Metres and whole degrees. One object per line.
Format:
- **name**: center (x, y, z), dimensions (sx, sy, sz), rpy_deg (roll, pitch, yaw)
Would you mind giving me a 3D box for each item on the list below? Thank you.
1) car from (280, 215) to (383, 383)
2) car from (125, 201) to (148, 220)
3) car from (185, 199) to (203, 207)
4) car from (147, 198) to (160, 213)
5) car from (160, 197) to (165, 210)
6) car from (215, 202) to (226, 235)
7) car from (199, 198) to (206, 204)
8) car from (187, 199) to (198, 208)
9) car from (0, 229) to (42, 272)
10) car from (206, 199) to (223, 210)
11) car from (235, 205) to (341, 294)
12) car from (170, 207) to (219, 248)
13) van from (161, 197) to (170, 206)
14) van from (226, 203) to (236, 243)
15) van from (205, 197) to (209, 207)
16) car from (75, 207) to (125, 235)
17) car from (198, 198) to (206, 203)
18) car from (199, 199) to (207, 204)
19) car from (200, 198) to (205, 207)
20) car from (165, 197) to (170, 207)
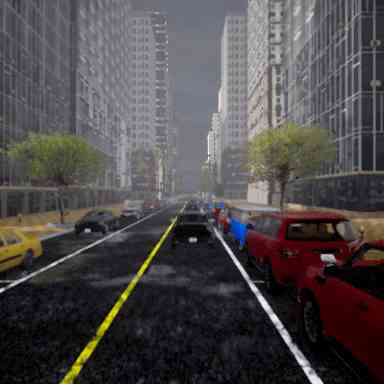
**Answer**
- **car**: center (2.680, 1.348, 3.297), dimensions (2.192, 1.841, 5.009), rpy_deg (-1, -1, 0)
- **car**: center (-5.701, 1.854, 31.711), dimensions (2.008, 1.369, 4.403), rpy_deg (-1, -1, 0)
- **car**: center (0.098, 1.990, 44.636), dimensions (1.994, 1.385, 4.181), rpy_deg (0, 0, 0)
- **car**: center (-5.702, 1.851, 43.079), dimensions (1.967, 1.590, 4.097), rpy_deg (-1, -1, 0)
- **car**: center (-5.704, 1.779, 48.763), dimensions (2.192, 1.841, 5.009), rpy_deg (-1, -1, 0)
- **car**: center (2.680, 1.636, 20.346), dimensions (1.967, 1.590, 4.097), rpy_deg (-1, -1, 0)
- **car**: center (2.786, 2.412, 88.544), dimensions (1.802, 1.307, 4.206), rpy_deg (-1, -1, 0)
- **car**: center (0.093, 2.089, 61.612), dimensions (1.837, 1.490, 4.892), rpy_deg (0, -1, 0)
- **car**: center (-5.698, 1.611, 8.808), dimensions (1.752, 1.417, 4.829), rpy_deg (-1, -1, 0)
- **car**: center (2.678, 1.744, 31.713), dimensions (1.967, 1.590, 4.097), rpy_deg (-1, -1, 0)
- **car**: center (2.680, 1.403, 8.981), dimensions (2.192, 1.841, 5.009), rpy_deg (-1, -1, 0)
- **car**: center (0.025, 1.655, 15.520), dimensions (1.837, 1.490, 4.892), rpy_deg (0, 0, 0)
- **van**: center (-5.706, 2.017, 71.498), dimensions (1.690, 1.788, 3.998), rpy_deg (-1, -1, 0)
- **van**: center (2.680, 1.483, 14.664), dimensions (1.690, 1.788, 3.998), rpy_deg (-1, -1, 0)
- **van**: center (2.677, 1.699, 37.397), dimensions (1.690, 1.788, 3.998), rpy_deg (-1, -1, 0)
- **car**: center (-5.700, 1.762, 20.344), dimensions (1.947, 1.339, 4.313), rpy_deg (-1, -1, 0)
- **car**: center (2.804, 2.447, 94.230), dimensions (1.947, 1.339, 4.313), rpy_deg (-1, -1, 0)
- **car**: center (2.728, 2.345, 82.862), dimensions (1.947, 1.339, 4.313), rpy_deg (-1, -1, 0)
- **car**: center (2.678, 2.069, 54.445), dimensions (2.008, 1.369, 4.403), rpy_deg (-1, -1, 0)
- **car**: center (-5.704, 2.206, 65.812), dimensions (1.802, 1.307, 4.206), rpy_deg (-1, -1, 0)
